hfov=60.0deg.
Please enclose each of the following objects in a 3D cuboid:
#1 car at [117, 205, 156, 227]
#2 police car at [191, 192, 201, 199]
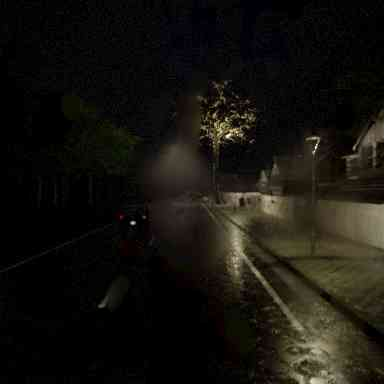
[{"bbox_3d":[-3.383,1.466,21.304,1.895,1.301,4.718,0,0,0],"label":"car"},{"bbox_3d":[1.283,0.944,84.099,1.930,1.638,5.238,0,0,0],"label":"police car"}]
